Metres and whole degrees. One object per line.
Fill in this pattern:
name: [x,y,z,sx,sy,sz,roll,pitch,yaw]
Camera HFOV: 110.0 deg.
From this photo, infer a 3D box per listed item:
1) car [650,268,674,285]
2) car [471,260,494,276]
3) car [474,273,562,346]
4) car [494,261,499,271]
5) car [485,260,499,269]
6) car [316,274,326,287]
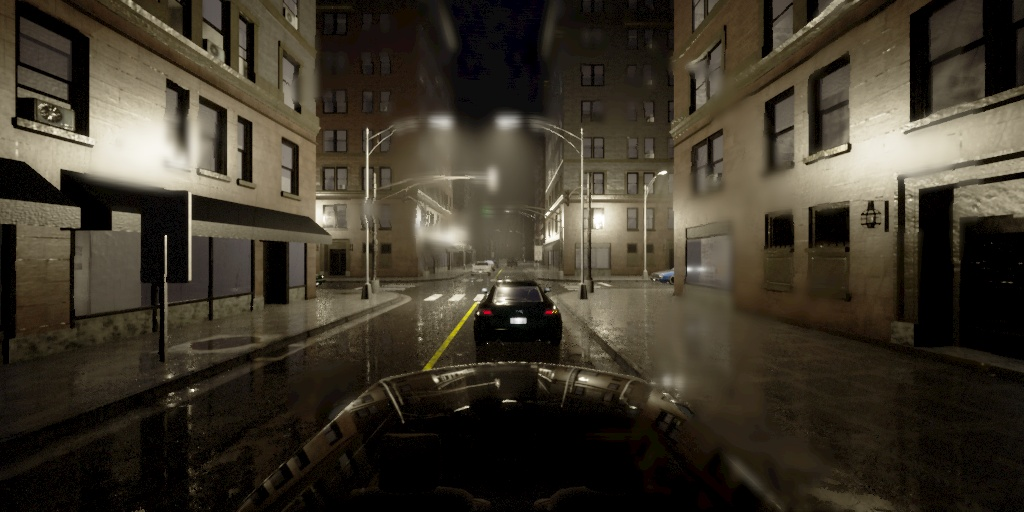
car: [12.604,1.260,25.091,5.357,1.411,2.033,0,0,0]
car: [-3.123,1.273,37.262,1.812,1.442,4.674,0,0,-1]
car: [0.111,1.314,9.437,1.994,1.385,4.181,0,0,-1]
car: [-3.117,1.293,46.952,2.033,1.411,5.357,0,0,0]
car: [-3.109,1.303,57.352,1.994,1.385,4.181,0,0,0]
car: [-14.035,1.387,21.792,4.718,1.301,1.895,0,0,0]
